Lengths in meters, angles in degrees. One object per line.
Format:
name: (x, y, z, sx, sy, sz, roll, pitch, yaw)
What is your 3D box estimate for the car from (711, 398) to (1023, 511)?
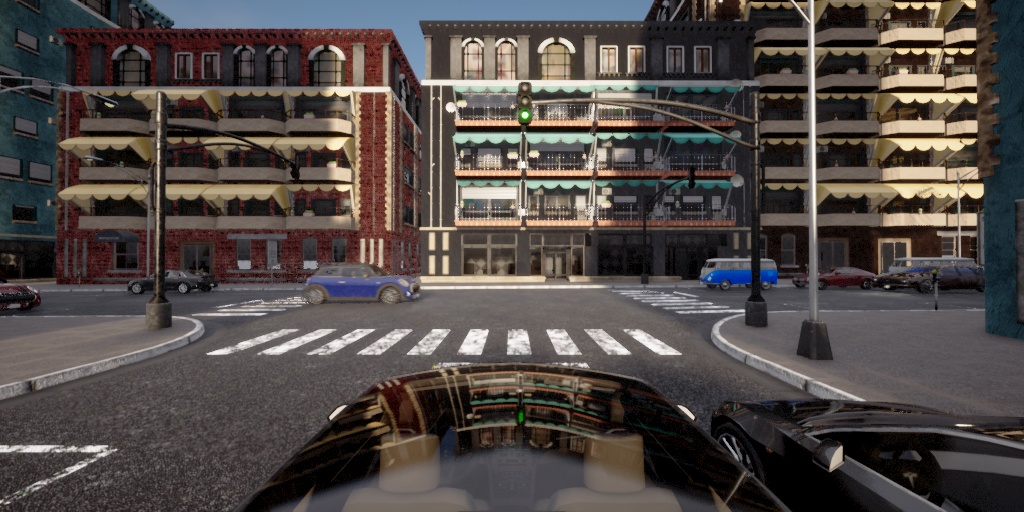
car: (2.566, 1.316, 1.301, 1.948, 1.339, 4.313, 0, 0, 0)

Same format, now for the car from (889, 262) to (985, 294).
car: (21.932, 1.170, 18.434, 5.357, 1.411, 2.033, 0, -1, 0)

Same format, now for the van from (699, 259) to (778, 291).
van: (13.118, 1.044, 20.856, 3.998, 1.789, 1.690, 0, 0, 0)

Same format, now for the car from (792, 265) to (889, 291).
car: (18.758, 1.251, 20.877, 4.207, 1.307, 1.802, 0, 0, 0)

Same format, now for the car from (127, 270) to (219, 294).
car: (-19.667, 1.463, 20.861, 4.403, 1.370, 2.007, 0, 0, 0)

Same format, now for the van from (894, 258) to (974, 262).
van: (24.399, 0.975, 20.899, 3.998, 1.789, 1.690, 0, 0, 0)

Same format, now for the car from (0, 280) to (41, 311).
car: (-19.636, 1.264, 12.722, 4.097, 1.591, 1.967, 0, 0, 0)

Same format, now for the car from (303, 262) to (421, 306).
car: (-6.326, 1.122, 15.476, 4.553, 1.767, 2.097, 0, 0, 0)
